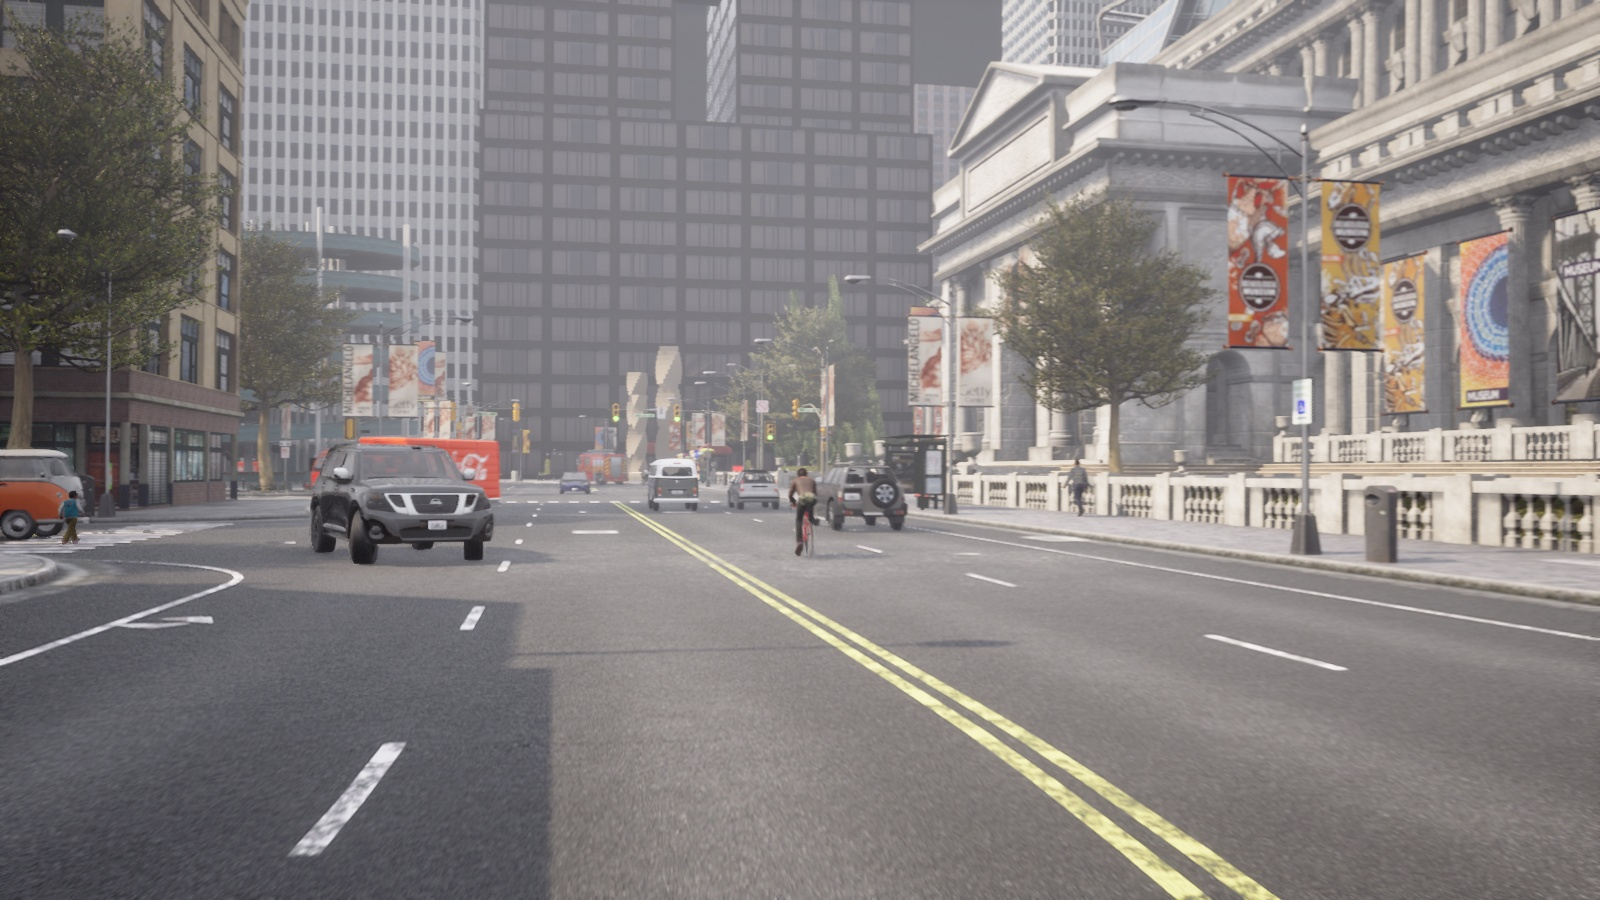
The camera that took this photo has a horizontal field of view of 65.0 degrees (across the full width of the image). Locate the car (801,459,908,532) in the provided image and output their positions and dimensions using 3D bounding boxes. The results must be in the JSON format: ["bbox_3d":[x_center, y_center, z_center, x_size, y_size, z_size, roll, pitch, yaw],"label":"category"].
[{"bbox_3d":[1.412,1.202,34.462,1.932,1.855,4.605,0,-1,-11],"label":"car"}]

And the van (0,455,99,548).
[{"bbox_3d":[-18.198,1.119,27.689,4.442,1.987,1.775,0,-1,-10],"label":"van"}]

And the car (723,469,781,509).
[{"bbox_3d":[-2.068,1.606,52.690,1.851,1.617,3.988,0,-1,-11],"label":"car"}]

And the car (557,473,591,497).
[{"bbox_3d":[-14.992,2.277,83.053,2.163,1.488,4.792,0,-1,-11],"label":"car"}]

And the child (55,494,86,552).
[{"bbox_3d":[-15.153,1.511,26.083,0.343,1.192,0.448,0,-1,10],"label":"child"}]

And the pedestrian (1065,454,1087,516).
[{"bbox_3d":[8.691,1.092,39.540,0.423,1.949,0.788,0,-1,-5],"label":"pedestrian"}]

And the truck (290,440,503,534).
[{"bbox_3d":[-11.359,0.976,35.703,2.627,2.467,5.204,0,0,35],"label":"truck"}]

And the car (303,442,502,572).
[{"bbox_3d":[-7.313,0.948,22.647,2.150,2.045,5.566,1,-1,-31],"label":"car"}]

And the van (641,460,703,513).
[{"bbox_3d":[-5.159,1.408,50.212,2.069,2.038,4.480,0,0,-11],"label":"van"}]

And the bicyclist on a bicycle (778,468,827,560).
[{"bbox_3d":[0.030,1.153,23.050,0.582,1.620,1.656,0,-1,-11],"label":"bicyclist on a bicycle"}]
